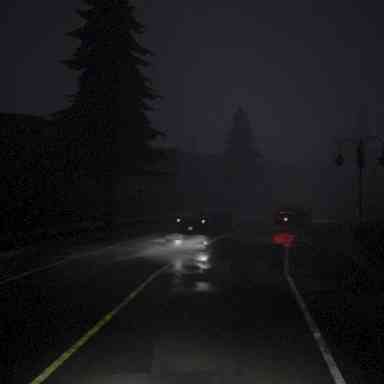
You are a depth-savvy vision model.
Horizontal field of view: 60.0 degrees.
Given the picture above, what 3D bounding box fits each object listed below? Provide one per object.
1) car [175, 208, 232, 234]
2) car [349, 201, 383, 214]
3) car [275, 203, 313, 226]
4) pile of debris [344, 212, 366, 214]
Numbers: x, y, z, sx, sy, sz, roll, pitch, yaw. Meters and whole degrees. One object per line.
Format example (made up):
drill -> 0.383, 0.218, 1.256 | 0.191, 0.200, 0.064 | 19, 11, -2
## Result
car -> 0.809, 1.611, 19.535 | 1.895, 1.301, 4.718 | 0, 0, 24
car -> 19.716, 1.703, 37.402 | 4.718, 1.301, 1.895 | 1, 0, -37
car -> 7.458, 1.549, 24.149 | 1.837, 1.490, 4.892 | 0, 0, 31
pile of debris -> 17.820, 2.273, 36.264 | 1.860, 0.140, 1.500 | 0, 0, -39
